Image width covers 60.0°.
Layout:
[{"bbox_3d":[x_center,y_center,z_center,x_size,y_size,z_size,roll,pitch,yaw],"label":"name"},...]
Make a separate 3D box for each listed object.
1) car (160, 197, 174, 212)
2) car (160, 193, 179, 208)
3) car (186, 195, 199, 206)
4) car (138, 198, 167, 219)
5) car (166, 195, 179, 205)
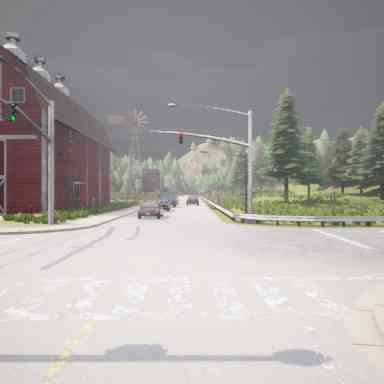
[{"bbox_3d":[-3.526,1.601,39.292,1.895,1.301,4.718,0,0,0],"label":"car"},{"bbox_3d":[-3.499,1.223,49.321,2.150,2.045,5.566,0,0,0],"label":"car"},{"bbox_3d":[0.105,1.352,55.591,2.097,1.767,4.553,0,0,0],"label":"car"},{"bbox_3d":[-3.545,1.526,29.186,1.812,1.442,4.674,0,0,0],"label":"car"},{"bbox_3d":[-3.443,1.352,59.483,2.097,1.767,4.553,0,0,1],"label":"car"}]
